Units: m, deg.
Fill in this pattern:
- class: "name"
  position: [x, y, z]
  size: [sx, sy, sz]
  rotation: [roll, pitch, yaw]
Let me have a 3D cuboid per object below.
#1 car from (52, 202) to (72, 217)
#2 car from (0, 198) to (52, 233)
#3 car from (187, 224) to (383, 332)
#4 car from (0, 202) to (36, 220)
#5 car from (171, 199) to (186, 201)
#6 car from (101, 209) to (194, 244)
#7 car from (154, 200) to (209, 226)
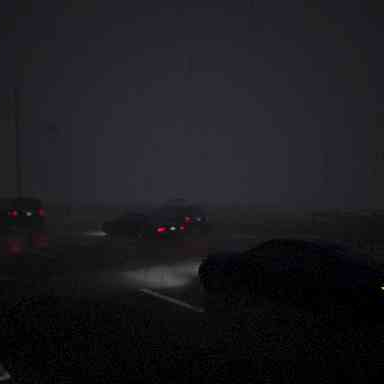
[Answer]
- class: "car"
  position: [-14.192, 1.760, 34.264]
  size: [1.882, 1.535, 5.008]
  rotation: [1, -1, -44]
- class: "car"
  position: [-11.274, 1.368, 21.146]
  size: [2.150, 2.045, 5.566]
  rotation: [1, -1, -44]
- class: "car"
  position: [2.203, 1.653, 7.139]
  size: [1.812, 1.442, 4.674]
  rotation: [1, -1, -44]
- class: "car"
  position: [-17.153, 1.768, 32.292]
  size: [2.033, 1.411, 5.357]
  rotation: [1, -1, -44]
- class: "car"
  position: [-2.058, 1.645, 34.384]
  size: [3.866, 1.878, 1.905]
  rotation: [1, -1, -44]
- class: "car"
  position: [-2.634, 1.747, 17.210]
  size: [2.033, 1.411, 5.357]
  rotation: [1, -1, -44]
- class: "car"
  position: [-1.095, 1.616, 20.664]
  size: [2.097, 1.767, 4.553]
  rotation: [1, -1, -44]
